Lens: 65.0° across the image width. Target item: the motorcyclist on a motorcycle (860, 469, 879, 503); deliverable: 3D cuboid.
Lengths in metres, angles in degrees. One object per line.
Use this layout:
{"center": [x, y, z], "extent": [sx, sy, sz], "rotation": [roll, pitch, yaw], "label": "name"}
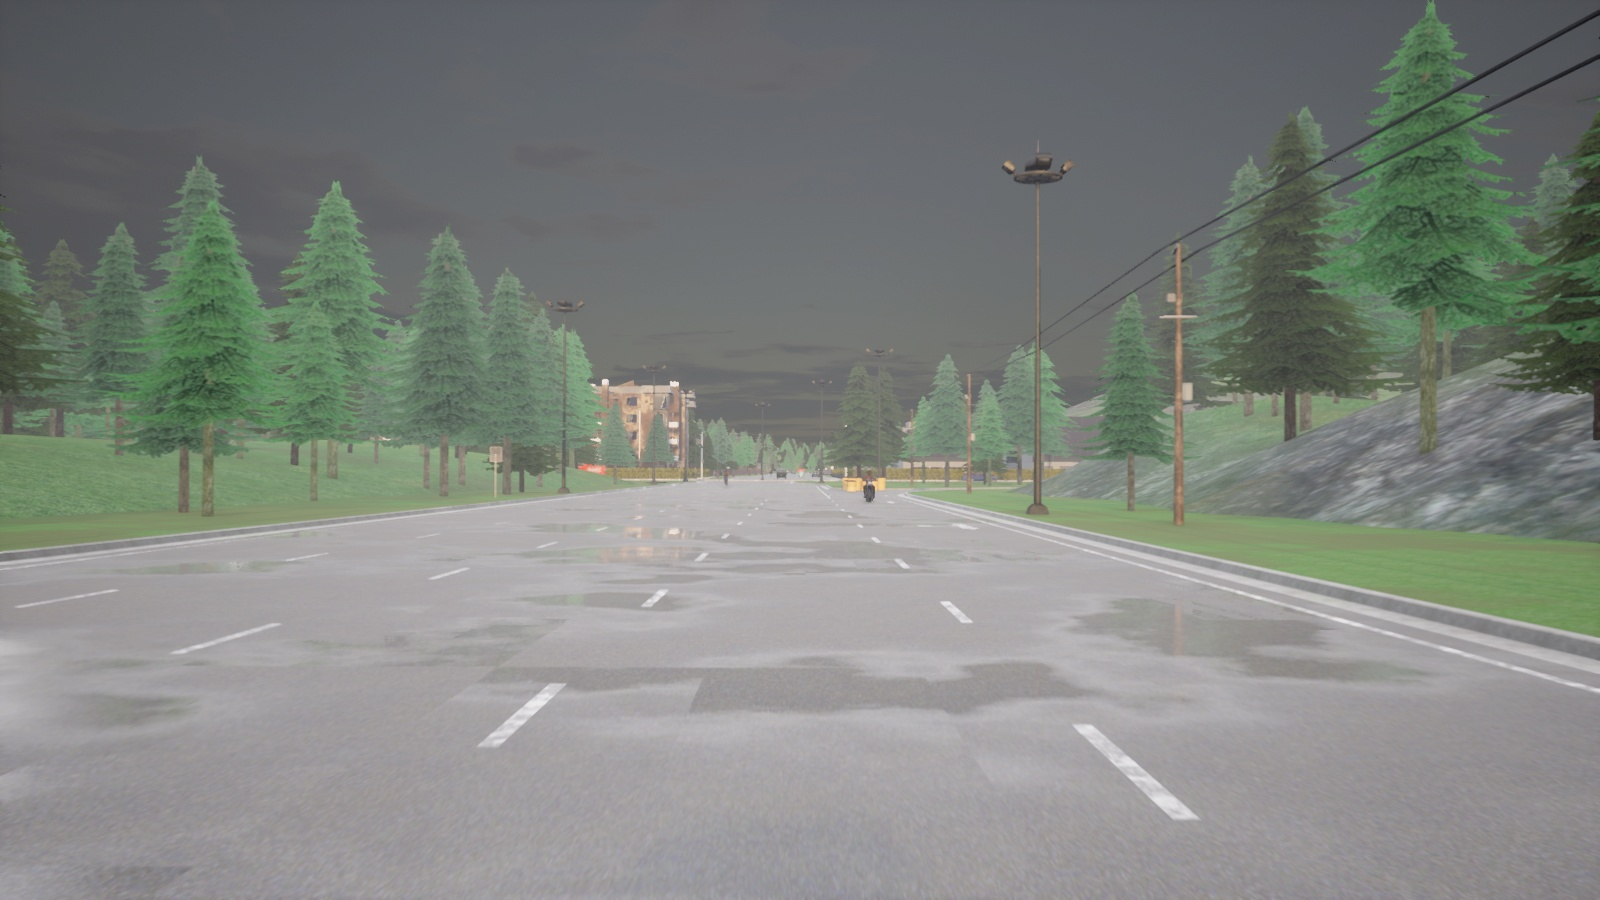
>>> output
{"center": [3.462, 1.793, 62.640], "extent": [0.766, 1.649, 2.350], "rotation": [0, -1, 0], "label": "motorcyclist on a motorcycle"}
